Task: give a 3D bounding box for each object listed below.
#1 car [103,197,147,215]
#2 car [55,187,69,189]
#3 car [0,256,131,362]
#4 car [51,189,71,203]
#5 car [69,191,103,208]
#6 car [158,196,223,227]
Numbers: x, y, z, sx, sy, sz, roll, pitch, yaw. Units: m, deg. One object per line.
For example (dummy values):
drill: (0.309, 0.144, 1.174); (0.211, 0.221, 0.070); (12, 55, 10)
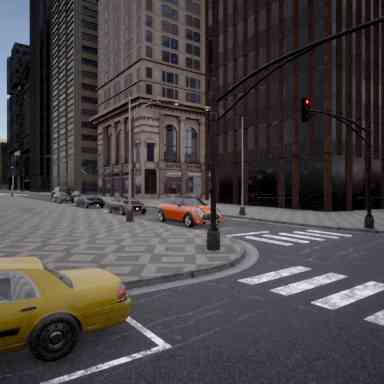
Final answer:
car: (-5.399, 1.088, 27.372); (1.994, 1.385, 4.181); (0, 1, -36)
car: (-21.929, 0.134, 55.767); (2.150, 2.045, 5.566); (0, 1, -36)
car: (-3.233, 1.526, 4.343); (4.829, 1.417, 1.752); (0, 0, -36)
car: (-16.667, 0.663, 43.156); (1.837, 1.490, 4.892); (0, 1, -36)
car: (-10.826, 0.893, 34.952); (2.033, 1.411, 5.357); (0, 1, -35)
car: (-0.200, 1.050, 20.116); (2.097, 1.767, 4.553); (0, 1, -36)
